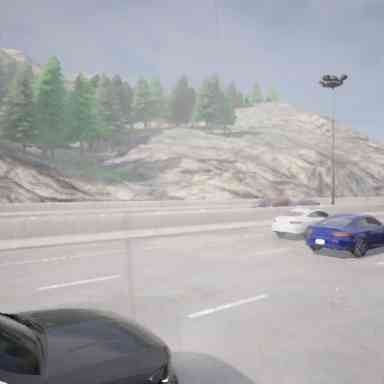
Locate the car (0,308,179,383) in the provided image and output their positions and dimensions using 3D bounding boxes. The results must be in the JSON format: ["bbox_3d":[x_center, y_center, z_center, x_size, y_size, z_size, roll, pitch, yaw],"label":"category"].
[{"bbox_3d":[-2.367,1.513,2.159,4.892,1.490,1.837,0,0,-35],"label":"car"}]

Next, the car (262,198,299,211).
[{"bbox_3d":[11.541,1.539,43.198,5.008,1.535,1.882,0,0,-37],"label":"car"}]

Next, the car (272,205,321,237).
[{"bbox_3d":[6.047,1.548,17.018,4.674,1.442,1.812,0,0,-37],"label":"car"}]

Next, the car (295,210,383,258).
[{"bbox_3d":[6.256,1.541,12.809,4.674,1.442,1.812,0,0,-37],"label":"car"}]

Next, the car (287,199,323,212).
[{"bbox_3d":[13.754,1.579,40.484,4.674,1.442,1.812,0,0,-37],"label":"car"}]

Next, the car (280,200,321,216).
[{"bbox_3d":[11.146,1.610,34.171,4.181,1.385,1.994,0,0,-37],"label":"car"}]
